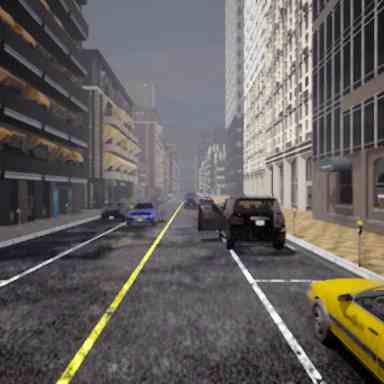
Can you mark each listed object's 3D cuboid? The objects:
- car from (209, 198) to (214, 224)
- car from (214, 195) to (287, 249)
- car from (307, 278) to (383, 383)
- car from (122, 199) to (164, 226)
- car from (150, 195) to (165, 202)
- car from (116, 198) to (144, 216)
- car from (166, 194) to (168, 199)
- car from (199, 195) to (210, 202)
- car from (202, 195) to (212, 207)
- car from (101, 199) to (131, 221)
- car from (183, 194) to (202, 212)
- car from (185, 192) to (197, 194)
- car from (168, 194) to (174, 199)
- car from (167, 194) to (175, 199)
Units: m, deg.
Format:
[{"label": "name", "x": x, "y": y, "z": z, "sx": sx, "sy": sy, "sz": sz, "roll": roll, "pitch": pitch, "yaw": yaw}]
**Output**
[{"label": "car", "x": 2.612, "y": 1.440, "z": 25.958, "sx": 1.947, "sy": 1.339, "sz": 4.313, "roll": 0, "pitch": 0, "yaw": 0}, {"label": "car", "x": 2.353, "y": 1.150, "z": 14.199, "sx": 2.150, "sy": 2.045, "sz": 5.566, "roll": 0, "pitch": 0, "yaw": 0}, {"label": "car", "x": 2.680, "y": 1.507, "z": 3.534, "sx": 1.752, "sy": 1.417, "sz": 4.829, "roll": 0, "pitch": 0, "yaw": 0}, {"label": "car", "x": -3.167, "y": 1.416, "z": 22.459, "sx": 1.812, "sy": 1.442, "sz": 4.674, "roll": 0, "pitch": 0, "yaw": 0}, {"label": "car", "x": -5.855, "y": 1.192, "z": 54.174, "sx": 1.967, "sy": 1.590, "sz": 4.097, "roll": 0, "pitch": 0, "yaw": 0}, {"label": "car", "x": -5.786, "y": 1.375, "z": 31.411, "sx": 1.752, "sy": 1.417, "sz": 4.829, "roll": 0, "pitch": 0, "yaw": 0}, {"label": "car", "x": -5.872, "y": 1.310, "z": 59.823, "sx": 1.802, "sy": 1.307, "sz": 4.206, "roll": 0, "pitch": 0, "yaw": 0}, {"label": "car", "x": 2.491, "y": 1.254, "z": 65.497, "sx": 2.008, "sy": 1.369, "sz": 4.403, "roll": 0, "pitch": 0, "yaw": 0}, {"label": "car", "x": 2.525, "y": 1.295, "z": 54.200, "sx": 1.887, "sy": 1.381, "sz": 4.507, "roll": 0, "pitch": 0, "yaw": 0}, {"label": "car", "x": -5.769, "y": 1.441, "z": 25.932, "sx": 1.947, "sy": 1.339, "sz": 4.313, "roll": 0, "pitch": 0, "yaw": 0}, {"label": "car", "x": -0.050, "y": 1.329, "z": 41.868, "sx": 1.812, "sy": 1.442, "sz": 4.674, "roll": 0, "pitch": 0, "yaw": 0}, {"label": "car", "x": -0.156, "y": 0.982, "z": 51.828, "sx": 2.150, "sy": 2.045, "sz": 5.566, "roll": 0, "pitch": 0, "yaw": 0}, {"label": "car", "x": -5.959, "y": 1.167, "z": 88.066, "sx": 2.008, "sy": 1.369, "sz": 4.403, "roll": 0, "pitch": 0, "yaw": 0}, {"label": "car", "x": -5.975, "y": 1.146, "z": 93.714, "sx": 2.008, "sy": 1.369, "sz": 4.403, "roll": 0, "pitch": 0, "yaw": 0}]
